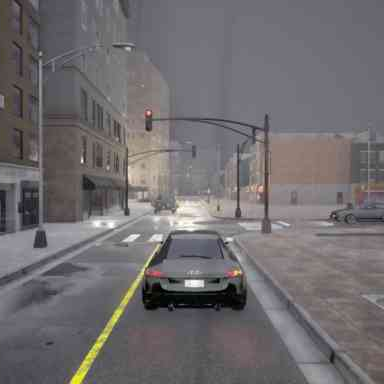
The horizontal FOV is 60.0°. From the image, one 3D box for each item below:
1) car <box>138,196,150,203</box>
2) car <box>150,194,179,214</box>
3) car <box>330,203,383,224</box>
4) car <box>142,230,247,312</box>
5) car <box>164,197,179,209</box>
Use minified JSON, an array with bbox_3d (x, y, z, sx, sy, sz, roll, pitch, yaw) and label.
[{"bbox_3d":[-8.963,1.596,69.975,4.674,1.442,1.812,0,0,9],"label":"car"},{"bbox_3d":[-2.831,1.232,36.180,2.150,2.045,5.566,0,0,0],"label":"car"},{"bbox_3d":[12.059,1.515,23.606,4.181,1.385,1.994,0,0,0],"label":"car"},{"bbox_3d":[0.053,1.564,7.799,1.994,1.385,4.181,0,0,0],"label":"car"},{"bbox_3d":[-2.820,1.494,46.723,1.882,1.535,5.008,0,0,0],"label":"car"}]
